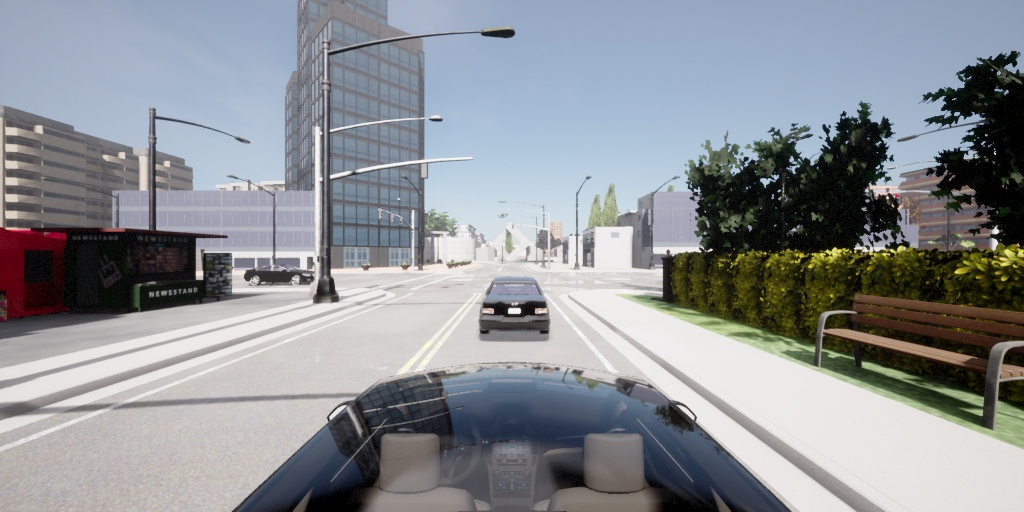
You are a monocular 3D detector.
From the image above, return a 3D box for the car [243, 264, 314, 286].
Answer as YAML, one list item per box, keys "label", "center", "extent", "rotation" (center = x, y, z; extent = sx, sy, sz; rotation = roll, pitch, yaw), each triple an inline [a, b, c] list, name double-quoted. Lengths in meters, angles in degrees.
- label: "car"
  center: [-16.694, 1.349, 26.080]
  extent: [4.902, 1.511, 2.128]
  rotation: [-1, 0, 0]

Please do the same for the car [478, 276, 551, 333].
- label: "car"
  center: [0.067, 1.297, 10.673]
  extent: [2.033, 1.411, 5.357]
  rotation: [0, 0, 0]
